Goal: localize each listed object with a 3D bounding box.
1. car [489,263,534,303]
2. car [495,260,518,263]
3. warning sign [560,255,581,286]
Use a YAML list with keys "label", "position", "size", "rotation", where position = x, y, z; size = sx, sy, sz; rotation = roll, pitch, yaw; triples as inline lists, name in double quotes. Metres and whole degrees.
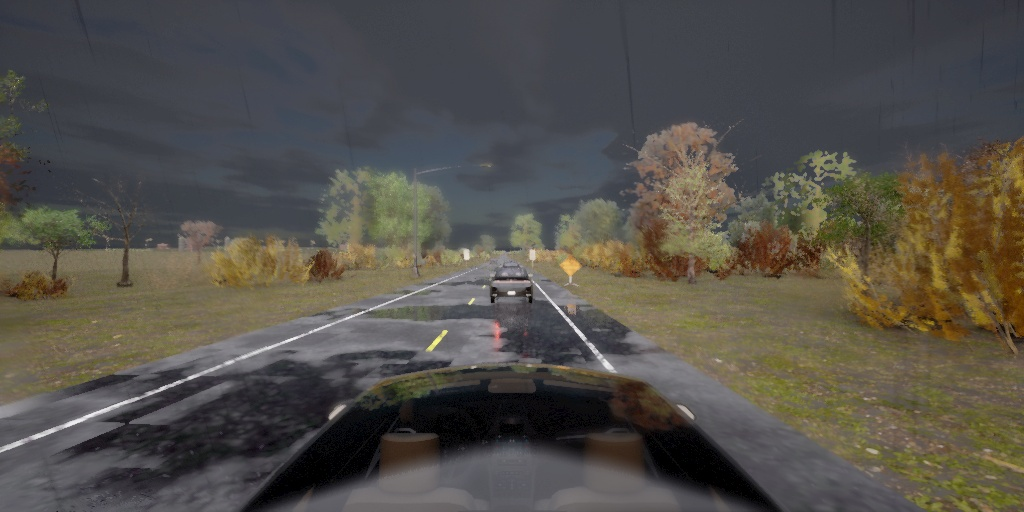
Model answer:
- label: "car"
  position: [-0.023, 1.240, 16.509]
  size: [2.128, 1.511, 4.902]
  rotation: [0, 0, 0]
- label: "car"
  position: [-0.091, 1.234, 31.518]
  size: [2.128, 1.511, 4.902]
  rotation: [0, 0, 0]
- label: "warning sign"
  position: [3.509, 0.856, 21.644]
  size: [1.300, 1.860, 1.060]
  rotation: [0, 0, 0]
